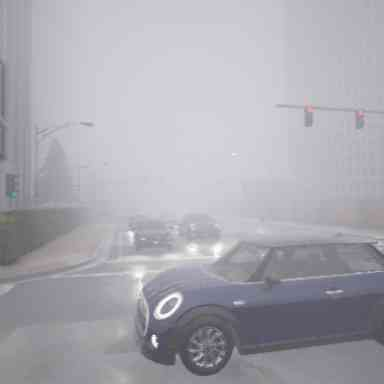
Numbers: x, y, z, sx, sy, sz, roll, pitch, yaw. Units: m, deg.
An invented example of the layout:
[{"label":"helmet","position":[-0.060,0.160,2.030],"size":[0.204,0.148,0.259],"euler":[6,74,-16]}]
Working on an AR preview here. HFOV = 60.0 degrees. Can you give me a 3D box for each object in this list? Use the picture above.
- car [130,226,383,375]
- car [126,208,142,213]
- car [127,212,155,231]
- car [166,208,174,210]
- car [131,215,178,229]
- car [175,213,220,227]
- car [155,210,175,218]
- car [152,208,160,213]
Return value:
[{"label":"car","position":[1.336,1.566,5.701],"size":[4.553,1.767,2.097],"euler":[0,-2,-13]},{"label":"car","position":[-8.019,2.898,46.253],"size":[2.097,1.767,4.553],"euler":[0,-2,-12]},{"label":"car","position":[-4.872,2.823,30.887],"size":[1.994,1.385,4.181],"euler":[0,-2,-12]},{"label":"car","position":[-5.633,4.835,85.848],"size":[2.128,1.511,4.902],"euler":[0,-2,-12]},{"label":"car","position":[-2.198,2.241,18.153],"size":[1.837,1.490,4.892],"euler":[0,-2,-12]},{"label":"car","position":[0.445,2.226,22.595],"size":[2.097,1.767,4.553],"euler":[0,-2,-12]},{"label":"car","position":[-2.601,3.019,37.142],"size":[2.033,1.411,5.357],"euler":[0,-2,-12]},{"label":"car","position":[-9.057,4.865,85.125],"size":[2.033,1.411,5.357],"euler":[0,-2,-12]}]
